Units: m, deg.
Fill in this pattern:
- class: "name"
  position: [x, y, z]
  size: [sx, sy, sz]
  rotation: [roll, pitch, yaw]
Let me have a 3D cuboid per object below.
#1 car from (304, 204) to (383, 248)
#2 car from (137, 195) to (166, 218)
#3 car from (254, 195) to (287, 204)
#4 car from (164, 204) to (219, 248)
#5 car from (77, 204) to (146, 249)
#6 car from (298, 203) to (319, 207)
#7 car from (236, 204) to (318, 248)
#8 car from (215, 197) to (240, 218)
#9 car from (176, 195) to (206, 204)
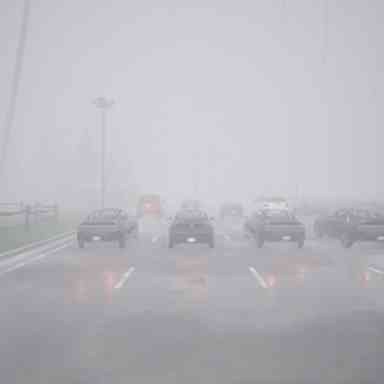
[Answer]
- class: "car"
  position: [6.969, 1.492, 14.695]
  size: [2.128, 1.511, 4.902]
  rotation: [0, 0, 0]
- class: "car"
  position: [-3.608, 1.255, 29.671]
  size: [2.150, 2.045, 5.566]
  rotation: [0, 0, 0]
- class: "car"
  position: [6.891, 1.255, 29.725]
  size: [2.150, 2.045, 5.566]
  rotation: [0, 0, 0]
- class: "car"
  position: [-0.031, 1.513, 14.659]
  size: [1.837, 1.490, 4.892]
  rotation: [0, 0, 0]
- class: "car"
  position: [-3.531, 1.492, 14.641]
  size: [2.128, 1.511, 4.902]
  rotation: [0, 0, 0]
- class: "car"
  position: [10.391, 1.614, 29.743]
  size: [1.895, 1.301, 4.718]
  rotation: [0, 0, 0]
- class: "car"
  position: [3.469, 1.492, 14.677]
  size: [2.128, 1.511, 4.902]
  rotation: [0, 0, 0]
- class: "car"
  position: [3.392, 1.482, 29.677]
  size: [1.882, 1.535, 5.008]
  rotation: [0, 0, 0]
- class: "car"
  position: [-0.108, 1.363, 29.629]
  size: [2.097, 1.767, 4.553]
  rotation: [0, 0, 0]
